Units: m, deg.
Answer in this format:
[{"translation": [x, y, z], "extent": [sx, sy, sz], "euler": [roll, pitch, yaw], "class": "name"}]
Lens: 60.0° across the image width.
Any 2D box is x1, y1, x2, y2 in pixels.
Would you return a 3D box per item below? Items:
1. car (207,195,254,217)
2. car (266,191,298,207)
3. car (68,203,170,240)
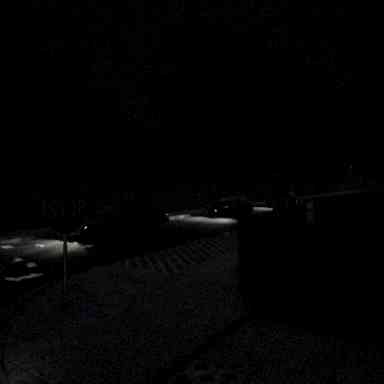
[{"translation": [2.960, 0.940, 24.479], "extent": [1.812, 1.442, 4.674], "euler": [0, 2, 36], "class": "car"}, {"translation": [8.957, 0.649, 32.898], "extent": [1.837, 1.490, 4.892], "euler": [0, 2, 36], "class": "car"}, {"translation": [-3.319, 1.237, 15.639], "extent": [2.033, 1.411, 5.357], "euler": [0, 2, 36], "class": "car"}]
